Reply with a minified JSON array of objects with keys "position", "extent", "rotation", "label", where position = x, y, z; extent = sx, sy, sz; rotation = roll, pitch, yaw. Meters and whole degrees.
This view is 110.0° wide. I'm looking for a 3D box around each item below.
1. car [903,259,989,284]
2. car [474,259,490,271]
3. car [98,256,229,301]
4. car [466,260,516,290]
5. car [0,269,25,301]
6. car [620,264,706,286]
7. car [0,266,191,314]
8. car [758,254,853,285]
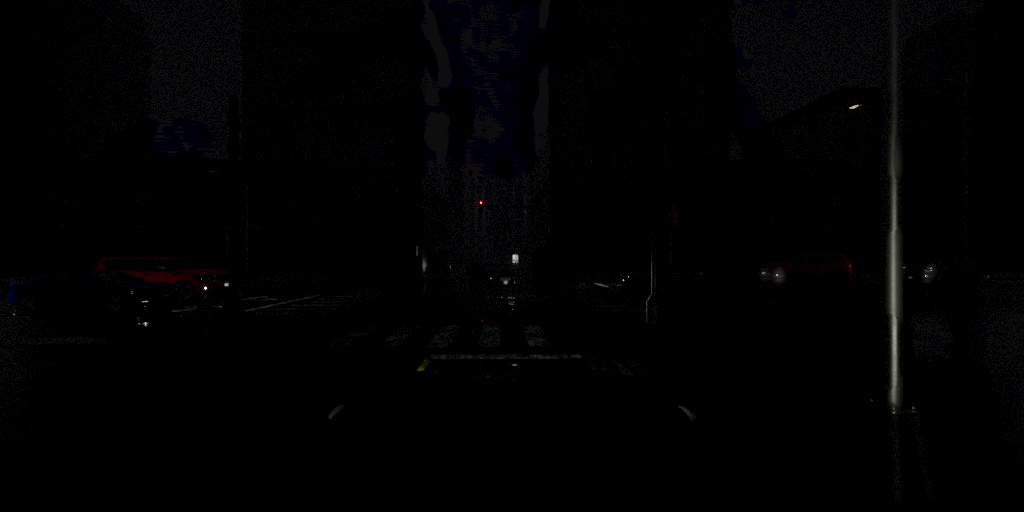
[{"position":[30.086,0.981,25.070],"extent":[4.553,1.767,2.097],"rotation":[0,0,-2],"label":"car"},{"position":[-4.367,1.275,52.672],"extent":[2.128,1.511,4.902],"rotation":[0,0,-2],"label":"car"},{"position":[-16.343,1.027,16.968],"extent":[5.566,2.045,2.150],"rotation":[0,0,-2],"label":"car"},{"position":[-1.405,1.244,22.484],"extent":[2.128,1.511,4.902],"rotation":[0,0,-26],"label":"car"},{"position":[-26.265,1.368,16.663],"extent":[4.674,1.442,1.812],"rotation":[0,0,-1],"label":"car"},{"position":[10.235,1.243,24.477],"extent":[5.357,1.411,2.033],"rotation":[0,0,-2],"label":"car"},{"position":[-15.784,1.281,13.733],"extent":[5.008,1.535,1.882],"rotation":[0,0,-2],"label":"car"},{"position":[20.193,0.883,24.778],"extent":[5.566,2.045,2.150],"rotation":[0,0,-2],"label":"car"}]
